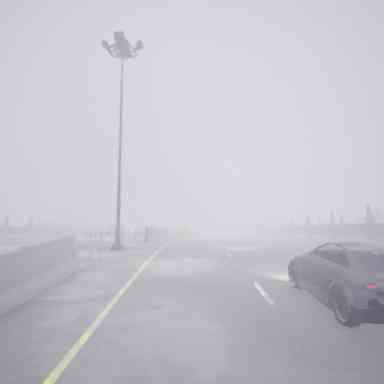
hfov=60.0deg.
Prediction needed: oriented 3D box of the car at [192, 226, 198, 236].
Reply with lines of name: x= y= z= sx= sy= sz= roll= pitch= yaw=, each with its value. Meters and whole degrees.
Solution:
car: x=0.002 y=7.233 z=60.399 sx=1.994 sy=1.385 sz=4.181 roll=0 pitch=-7 yaw=0

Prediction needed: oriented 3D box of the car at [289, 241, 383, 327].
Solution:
car: x=3.599 y=1.762 z=7.383 sx=1.994 sy=1.385 sz=4.181 roll=0 pitch=-2 yaw=0

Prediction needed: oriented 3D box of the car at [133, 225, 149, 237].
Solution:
car: x=-7.070 y=5.516 z=47.407 sx=2.097 sy=1.767 sz=4.553 roll=0 pitch=-7 yaw=0

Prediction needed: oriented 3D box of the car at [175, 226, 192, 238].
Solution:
car: x=-1.225 y=5.220 z=43.947 sx=1.801 sy=1.575 sz=5.366 roll=0 pitch=-7 yaw=0

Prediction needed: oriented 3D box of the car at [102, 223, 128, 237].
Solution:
car: x=-10.568 y=5.351 z=47.125 sx=2.150 sy=2.045 sz=5.566 roll=0 pitch=-7 yaw=0

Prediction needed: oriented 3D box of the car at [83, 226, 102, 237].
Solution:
car: x=-14.067 y=5.659 z=47.551 sx=1.882 sy=1.535 sz=5.008 roll=0 pitch=-7 yaw=0

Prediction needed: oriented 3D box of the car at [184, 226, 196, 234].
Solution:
car: x=-0.487 y=8.595 z=75.483 sx=2.097 sy=1.767 sz=4.553 roll=1 pitch=-7 yaw=-8
